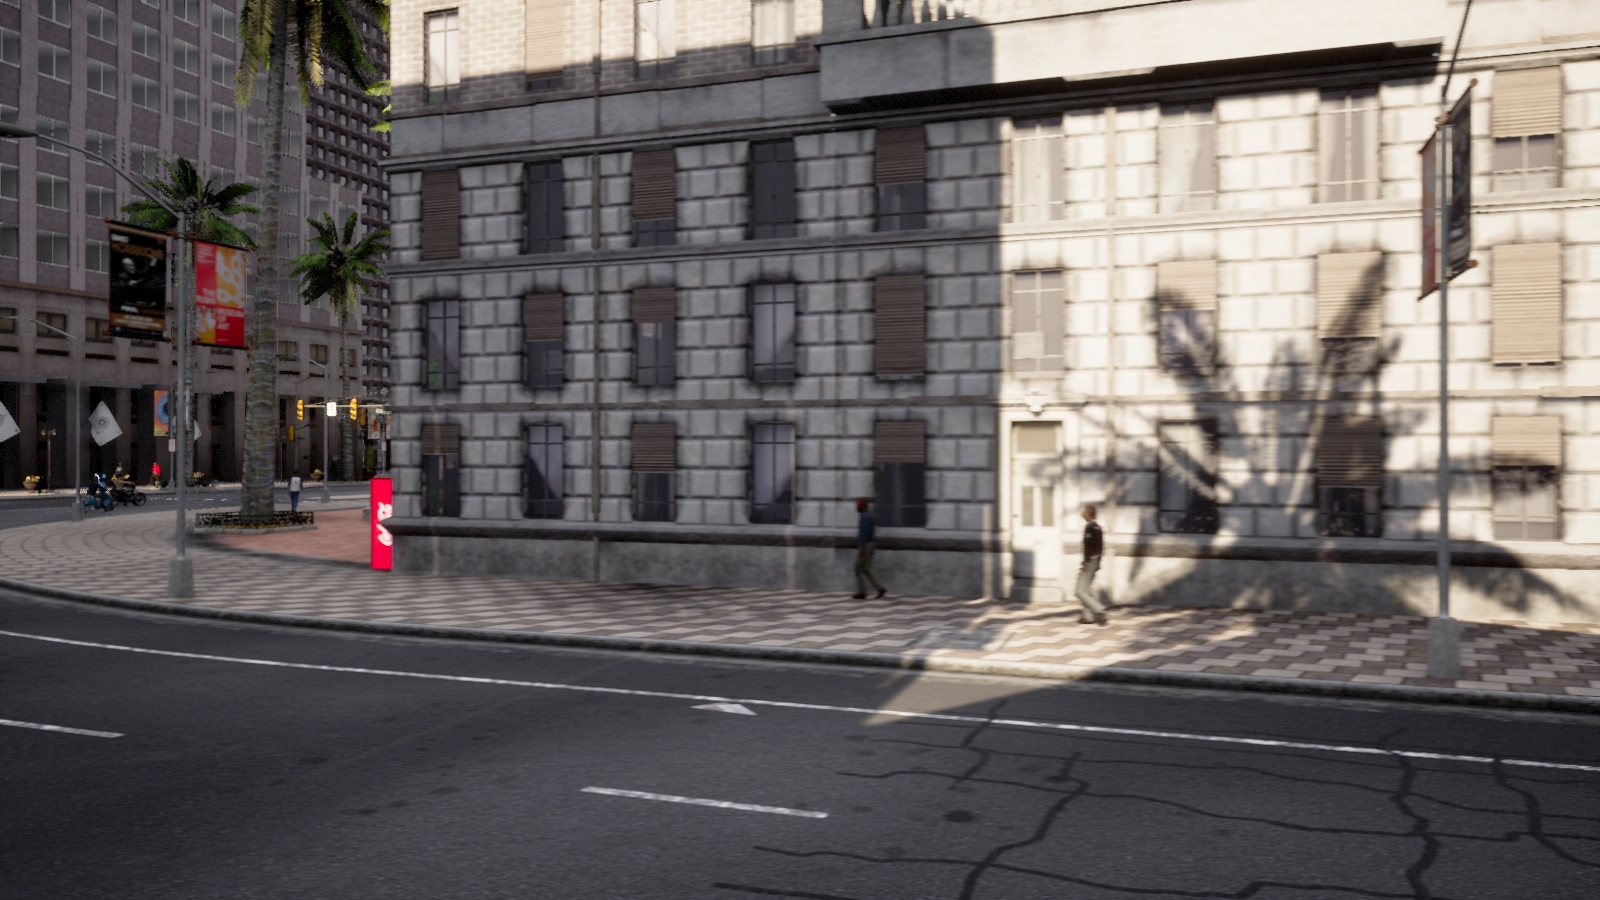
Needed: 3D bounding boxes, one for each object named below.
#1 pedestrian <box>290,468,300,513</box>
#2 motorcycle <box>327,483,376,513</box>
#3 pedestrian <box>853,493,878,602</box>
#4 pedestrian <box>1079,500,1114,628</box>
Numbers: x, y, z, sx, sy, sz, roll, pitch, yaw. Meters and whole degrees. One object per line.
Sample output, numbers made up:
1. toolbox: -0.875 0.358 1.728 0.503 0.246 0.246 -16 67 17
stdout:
1. pedestrian: -21.166 1.702 47.860 0.375 1.860 0.375 0 0 -25
2. motorcycle: -20.360 2.176 51.920 0.764 1.277 2.356 0 0 16
3. pedestrian: 1.152 1.697 20.024 0.375 1.860 0.375 0 0 16
4. pedestrian: 4.448 1.697 17.120 0.375 1.860 0.375 0 0 43
